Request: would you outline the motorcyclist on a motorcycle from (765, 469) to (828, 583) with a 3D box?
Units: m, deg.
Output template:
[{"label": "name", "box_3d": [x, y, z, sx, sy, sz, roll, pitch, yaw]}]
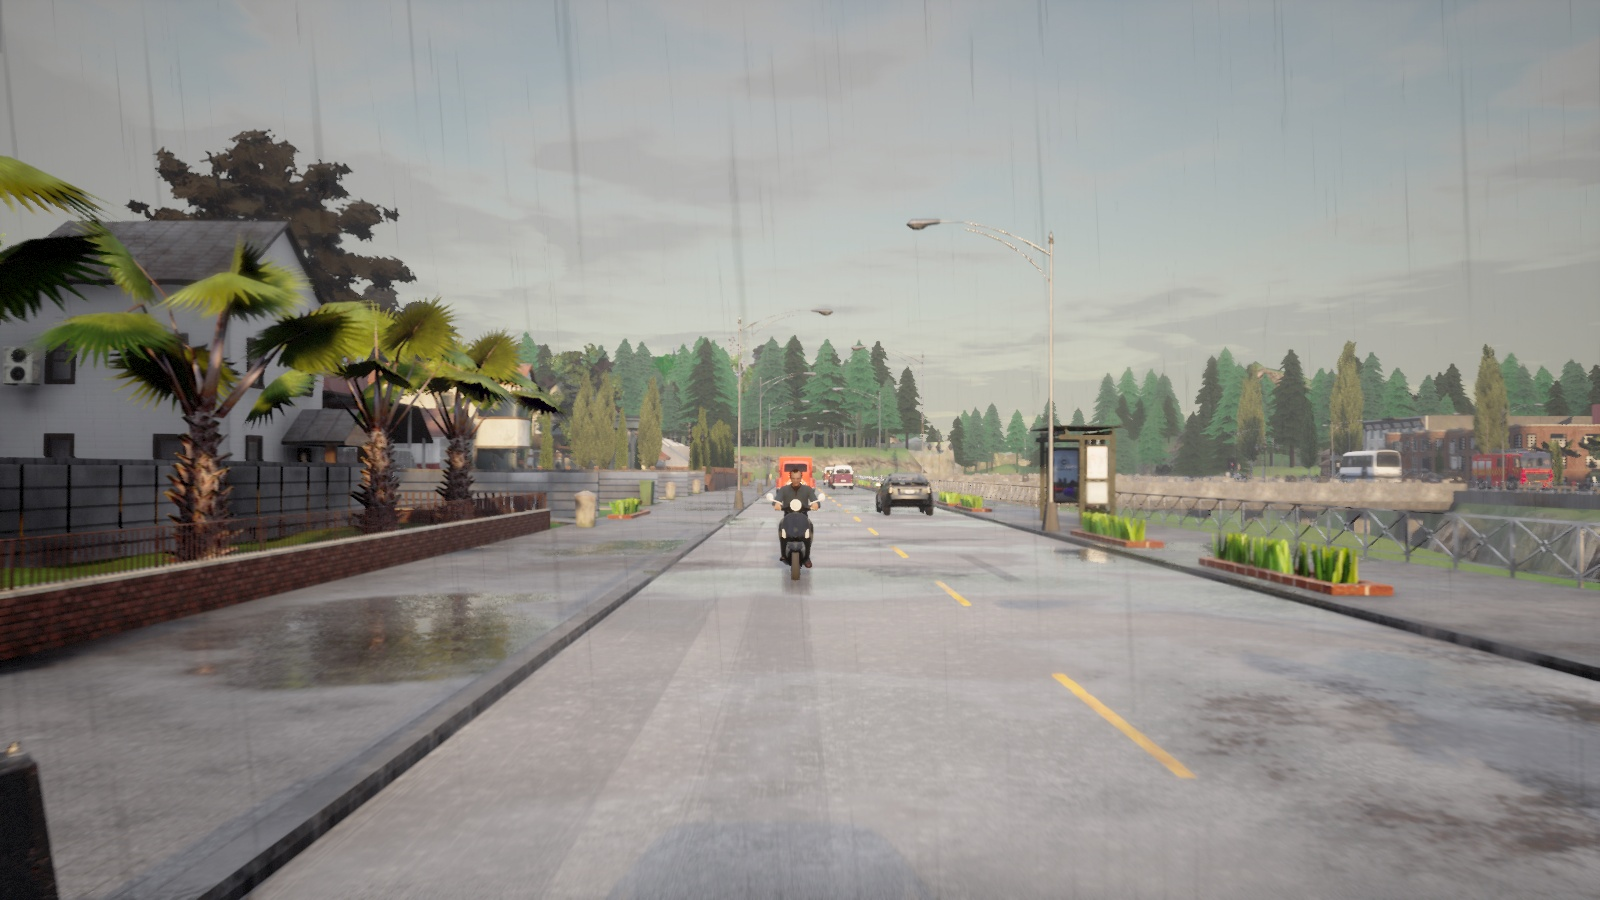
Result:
[{"label": "motorcyclist on a motorcycle", "box_3d": [-0.051, 1.078, 18.495, 0.866, 1.590, 1.817, 0, -1, 0]}]

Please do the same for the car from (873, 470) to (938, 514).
[{"label": "car", "box_3d": [3.856, 1.523, 46.436, 2.007, 1.525, 4.514, 0, -1, 0]}]

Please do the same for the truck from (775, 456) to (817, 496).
[{"label": "truck", "box_3d": [-0.248, 1.668, 80.049, 2.627, 2.467, 5.204, 0, -1, 0]}]
